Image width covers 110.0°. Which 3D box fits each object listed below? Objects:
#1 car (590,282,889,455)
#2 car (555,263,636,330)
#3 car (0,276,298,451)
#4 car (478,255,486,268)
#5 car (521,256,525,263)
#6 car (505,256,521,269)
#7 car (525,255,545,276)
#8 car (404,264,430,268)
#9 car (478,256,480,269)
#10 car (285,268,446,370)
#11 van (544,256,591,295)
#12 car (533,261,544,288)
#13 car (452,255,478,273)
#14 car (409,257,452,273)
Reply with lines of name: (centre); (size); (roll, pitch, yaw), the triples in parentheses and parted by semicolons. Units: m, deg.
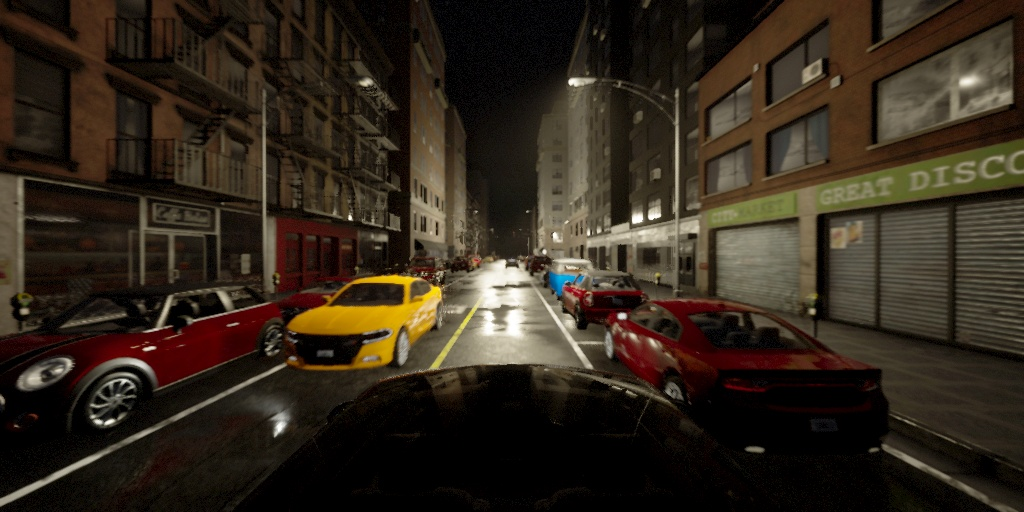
car: (2.638, 1.278, 5.260); (1.888, 1.381, 4.507); (0, 0, 0)
car: (2.639, 1.144, 10.939); (1.967, 1.591, 4.097); (0, 0, 0)
car: (-5.393, 1.173, 5.266); (1.967, 1.591, 4.097); (0, 0, 0)
car: (-5.394, 0.818, 50.693); (2.192, 1.841, 5.009); (0, 0, 0)
car: (2.644, 0.847, 45.011); (2.192, 1.841, 5.009); (0, 0, 0)
car: (-0.003, 1.065, 51.246); (1.994, 1.385, 4.181); (0, 0, 0)
car: (2.642, 0.906, 33.654); (2.192, 1.841, 5.009); (0, 0, 0)
car: (-5.393, 1.243, 16.623); (1.948, 1.339, 4.313); (0, 0, 0)
car: (-5.393, 1.058, 44.843); (1.751, 1.417, 4.829); (0, 0, 0)
car: (-2.830, 1.197, 7.940); (1.882, 1.535, 5.008); (0, 0, 0)
van: (2.640, 1.017, 16.617); (1.690, 1.789, 3.998); (0, 0, 0)
car: (2.641, 1.199, 22.296); (2.007, 1.370, 4.403); (0, 0, 0)
car: (-5.393, 0.877, 39.336); (2.192, 1.841, 5.009); (0, 0, 0)
car: (-5.393, 0.963, 22.301); (2.192, 1.841, 5.009); (0, 0, 0)
